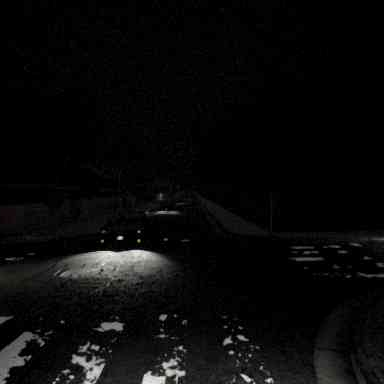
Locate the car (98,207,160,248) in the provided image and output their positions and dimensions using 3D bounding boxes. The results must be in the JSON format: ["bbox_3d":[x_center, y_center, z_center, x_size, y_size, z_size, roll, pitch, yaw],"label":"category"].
[{"bbox_3d":[-2.786,1.572,14.924,1.994,1.385,4.181,0,1,0],"label":"car"}]

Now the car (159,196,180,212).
[{"bbox_3d":[-2.838,1.524,39.324,2.033,1.411,5.357,0,0,0],"label":"car"}]

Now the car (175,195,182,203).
[{"bbox_3d":[-2.895,1.389,65.125,1.812,1.442,4.674,0,0,0],"label":"car"}]
